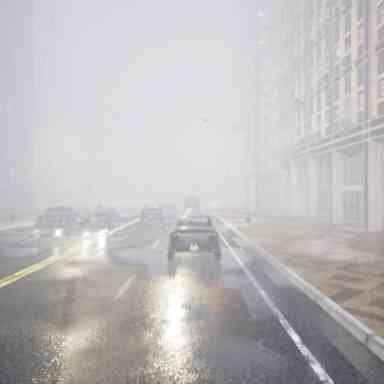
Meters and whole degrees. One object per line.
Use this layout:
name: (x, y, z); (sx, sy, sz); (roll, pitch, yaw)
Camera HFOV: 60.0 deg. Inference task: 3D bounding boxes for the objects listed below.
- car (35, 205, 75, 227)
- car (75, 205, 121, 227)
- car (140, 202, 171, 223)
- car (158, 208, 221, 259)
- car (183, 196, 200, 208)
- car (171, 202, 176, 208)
car: (-9.894, 1.758, 24.856); (1.837, 1.490, 4.892); (0, 0, 0)
car: (-6.645, 1.732, 24.852); (2.128, 1.511, 4.902); (0, 0, 0)
car: (-3.209, 1.746, 28.155); (2.128, 1.511, 4.902); (0, -1, 0)
car: (0.071, 1.608, 13.064); (2.128, 1.511, 4.902); (0, 0, 0)
car: (-0.003, 1.613, 46.504); (2.150, 2.045, 5.566); (0, -1, 0)
car: (-3.253, 2.015, 47.526); (1.895, 1.301, 4.718); (0, 0, 0)
